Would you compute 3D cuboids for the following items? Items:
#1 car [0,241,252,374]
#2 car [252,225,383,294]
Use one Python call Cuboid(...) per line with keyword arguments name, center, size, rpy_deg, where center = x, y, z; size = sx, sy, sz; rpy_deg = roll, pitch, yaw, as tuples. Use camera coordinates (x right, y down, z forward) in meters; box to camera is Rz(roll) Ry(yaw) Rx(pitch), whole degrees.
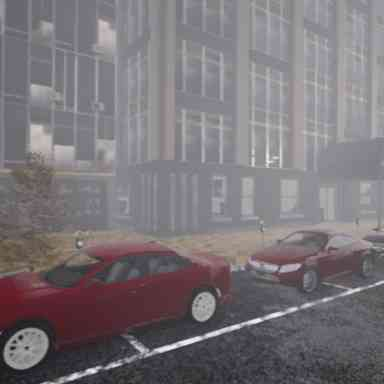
Cuboid(name="car", center=(-1.326, 1.567, 5.614), size=(4.507, 1.381, 1.887), rpy_deg=(1, -1, -35))
Cuboid(name="car", center=(3.313, 1.666, 8.923), size=(4.206, 1.307, 1.802), rpy_deg=(1, -1, -36))
